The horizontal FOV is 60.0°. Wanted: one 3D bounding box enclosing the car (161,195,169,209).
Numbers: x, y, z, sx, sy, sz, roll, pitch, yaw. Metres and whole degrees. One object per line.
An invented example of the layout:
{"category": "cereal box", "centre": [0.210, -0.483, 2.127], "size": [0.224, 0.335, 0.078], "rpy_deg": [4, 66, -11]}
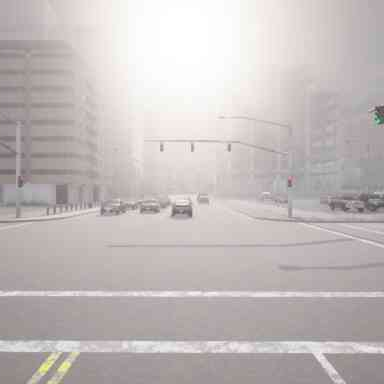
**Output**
{"category": "car", "centre": [-4.658, 1.352, 46.007], "size": [2.097, 1.767, 4.553], "rpy_deg": [0, 0, -1]}

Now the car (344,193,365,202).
{"category": "car", "centre": [33.363, 1.153, 68.436], "size": [1.932, 1.855, 4.605], "rpy_deg": [0, 0, 0]}

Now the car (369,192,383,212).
{"category": "car", "centre": [19.470, 1.156, 35.750], "size": [1.905, 1.878, 3.866], "rpy_deg": [0, 0, 0]}

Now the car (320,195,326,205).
{"category": "car", "centre": [22.090, 1.395, 53.230], "size": [1.970, 1.475, 3.806], "rpy_deg": [0, 0, 0]}

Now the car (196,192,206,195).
{"category": "car", "centre": [2.202, 1.051, 74.466], "size": [2.150, 2.045, 5.566], "rpy_deg": [0, 0, 0]}

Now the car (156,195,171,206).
{"category": "car", "centre": [-4.727, 1.352, 55.923], "size": [2.097, 1.767, 4.553], "rpy_deg": [0, 0, 0]}

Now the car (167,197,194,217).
{"category": "car", "centre": [-0.915, 1.491, 31.636], "size": [2.128, 1.511, 4.902], "rpy_deg": [0, 0, 1]}

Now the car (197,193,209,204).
{"category": "car", "centre": [2.284, 1.477, 64.662], "size": [1.882, 1.535, 5.008], "rpy_deg": [0, 0, 0]}

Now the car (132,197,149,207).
{"category": "car", "centre": [-8.217, 1.564, 53.383], "size": [1.994, 1.385, 4.181], "rpy_deg": [0, 0, -1]}

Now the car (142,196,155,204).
{"category": "car", "centre": [-8.256, 1.477, 63.506], "size": [1.882, 1.535, 5.008], "rpy_deg": [0, 0, 0]}

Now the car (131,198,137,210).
{"category": "car", "centre": [-8.130, 1.526, 43.388], "size": [1.812, 1.442, 4.674], "rpy_deg": [0, 0, 0]}

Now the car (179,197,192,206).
{"category": "car", "centre": [-1.029, 1.547, 54.978], "size": [2.033, 1.411, 5.357], "rpy_deg": [0, 0, 0]}

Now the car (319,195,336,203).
{"category": "car", "centre": [27.785, 1.395, 68.360], "size": [1.970, 1.475, 3.806], "rpy_deg": [0, 0, 0]}

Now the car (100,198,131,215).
{"category": "car", "centre": [-8.061, 1.491, 34.239], "size": [2.128, 1.511, 4.902], "rpy_deg": [0, 0, 0]}

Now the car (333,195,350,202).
{"category": "car", "centre": [30.680, 1.364, 68.373], "size": [1.784, 1.438, 3.905], "rpy_deg": [0, 0, 0]}

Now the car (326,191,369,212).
{"category": "car", "centre": [16.575, 1.153, 35.790], "size": [1.932, 1.855, 4.605], "rpy_deg": [0, 0, 0]}

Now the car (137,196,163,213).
{"category": "car", "centre": [-4.584, 1.505, 36.864], "size": [1.837, 1.490, 4.892], "rpy_deg": [0, 0, 0]}
